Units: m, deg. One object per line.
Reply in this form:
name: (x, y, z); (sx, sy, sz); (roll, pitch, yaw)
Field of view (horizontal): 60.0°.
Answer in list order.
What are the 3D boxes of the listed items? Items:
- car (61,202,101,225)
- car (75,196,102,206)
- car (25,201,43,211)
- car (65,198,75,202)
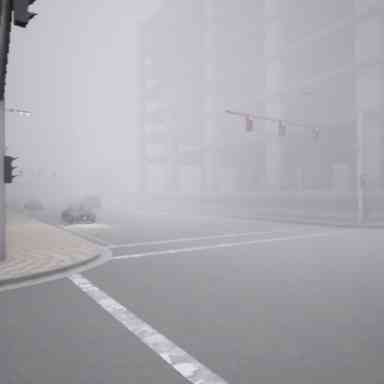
car: (-9.074, 1.781, 26.512); (1.994, 1.385, 4.181); (0, 0, -33)
car: (-14.955, 1.565, 48.732); (2.150, 2.045, 5.566); (0, 0, -32)
car: (-22.820, 1.937, 47.891); (2.033, 1.411, 5.357); (0, 0, -33)
car: (-20.654, 1.766, 57.454); (2.097, 1.767, 4.553); (0, 0, -33)
